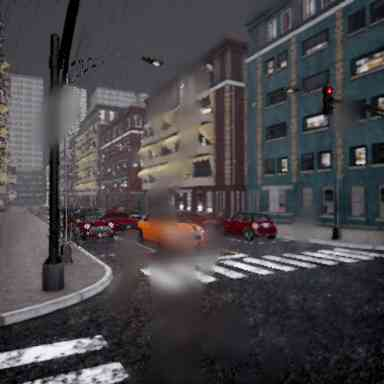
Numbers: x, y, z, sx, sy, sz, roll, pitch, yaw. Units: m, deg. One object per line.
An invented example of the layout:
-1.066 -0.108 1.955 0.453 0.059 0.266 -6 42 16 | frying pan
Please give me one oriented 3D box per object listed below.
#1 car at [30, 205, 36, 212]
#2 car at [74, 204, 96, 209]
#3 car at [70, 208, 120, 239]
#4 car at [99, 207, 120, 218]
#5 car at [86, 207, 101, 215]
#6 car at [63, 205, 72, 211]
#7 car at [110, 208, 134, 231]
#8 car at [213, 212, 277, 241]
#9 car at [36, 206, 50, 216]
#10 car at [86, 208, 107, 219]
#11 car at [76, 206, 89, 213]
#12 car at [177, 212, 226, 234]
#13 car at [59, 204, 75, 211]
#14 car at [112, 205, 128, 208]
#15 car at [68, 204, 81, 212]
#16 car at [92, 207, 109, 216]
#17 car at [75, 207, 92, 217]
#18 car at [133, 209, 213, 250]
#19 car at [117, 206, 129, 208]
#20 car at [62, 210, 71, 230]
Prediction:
-37.529 4.045 80.062 1.752 1.417 4.829 0 -1 -28 | car
-10.460 2.395 34.500 2.097 1.767 4.553 1 -2 -28 | car
-6.334 2.081 21.457 1.967 1.590 4.097 0 -2 -28 | car
-12.417 3.042 49.656 2.008 1.369 4.403 0 -1 -28 | car
-17.629 3.387 59.449 1.802 1.307 4.206 0 -1 -28 | car
-33.348 4.274 88.978 1.752 1.417 4.829 0 -1 -28 | car
-5.532 2.222 25.223 1.882 1.535 5.008 1 -2 -28 | car
3.227 1.987 20.286 1.967 1.590 4.097 0 -1 -28 | car
-24.578 3.182 55.732 1.967 1.590 4.097 0 -2 -28 | car
-13.132 2.906 45.645 1.812 1.442 4.674 1 -2 -28 | car
-22.842 3.669 69.242 2.008 1.369 4.403 0 -1 -28 | car
0.619 2.287 25.177 1.802 1.307 4.206 0 -1 -28 | car
-17.313 2.812 47.535 2.097 1.767 4.553 0 -2 -28 | car
-9.815 2.650 44.766 2.192 1.841 5.009 0 -1 -28 | car
-28.059 3.746 79.040 2.192 1.841 5.009 0 -1 -28 | car
-15.023 3.231 54.552 1.802 1.307 4.206 0 -1 -28 | car
-17.809 3.186 54.348 1.812 1.442 4.674 1 -2 -28 | car
-1.139 1.831 16.988 2.097 1.767 4.553 1 -2 -28 | car
-7.204 2.743 39.864 1.947 1.339 4.313 0 -1 -28 | car
-8.938 2.380 26.350 1.802 1.307 4.206 0 -2 -28 | car
